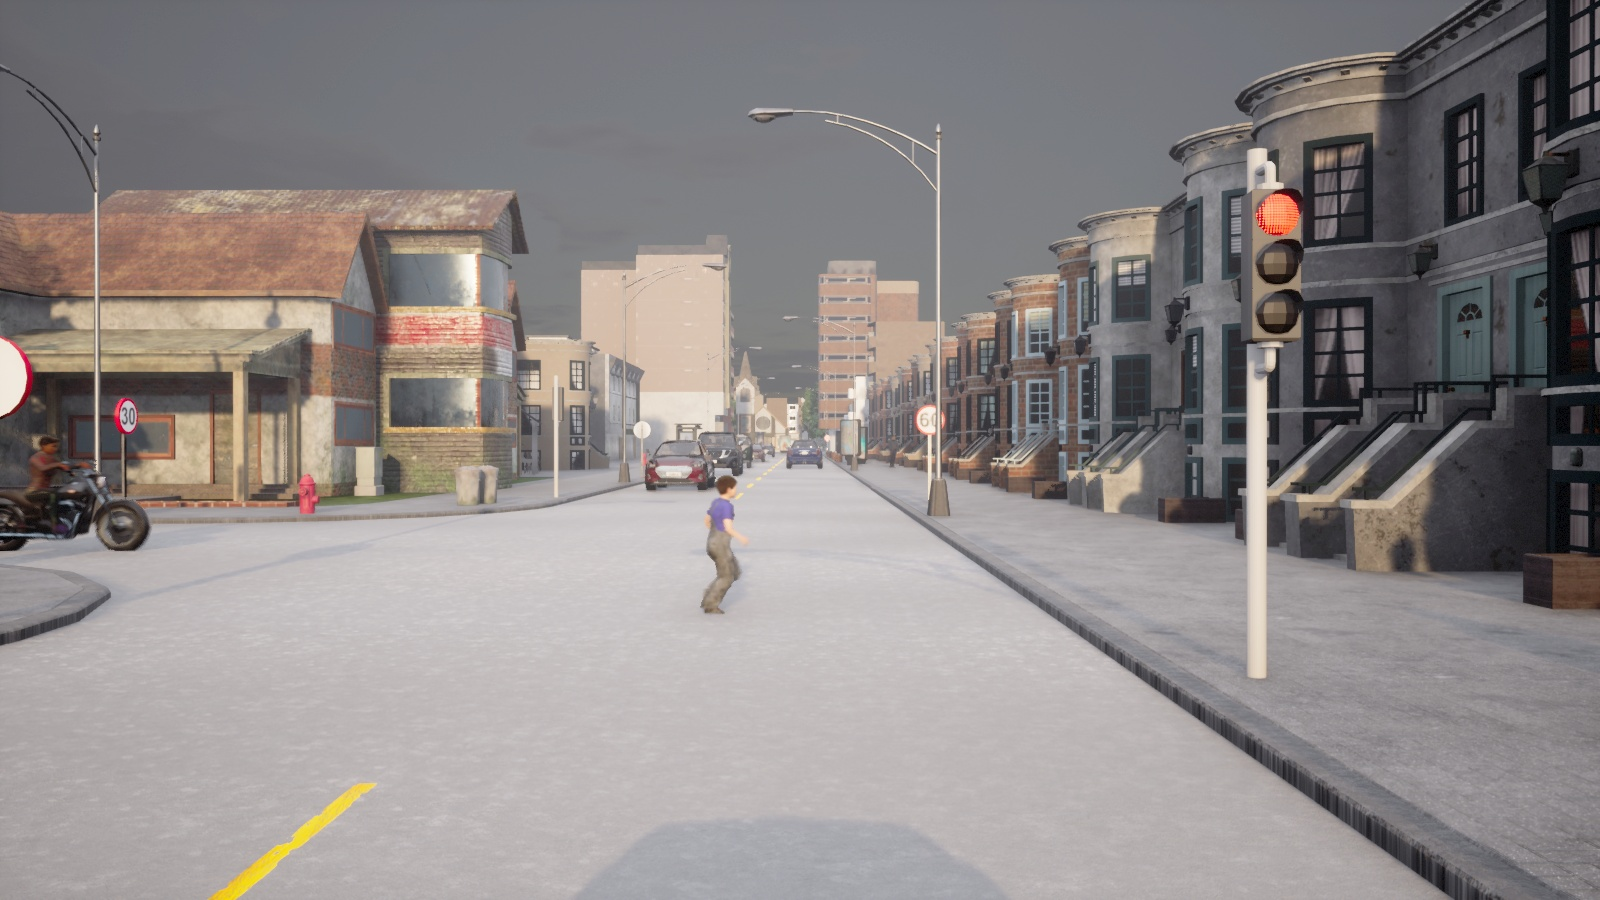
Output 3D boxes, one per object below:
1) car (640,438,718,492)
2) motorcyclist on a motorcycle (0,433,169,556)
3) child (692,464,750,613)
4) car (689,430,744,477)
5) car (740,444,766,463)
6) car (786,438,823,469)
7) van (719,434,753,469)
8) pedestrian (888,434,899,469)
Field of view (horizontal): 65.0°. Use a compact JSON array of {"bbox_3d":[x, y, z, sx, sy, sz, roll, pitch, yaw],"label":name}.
[{"bbox_3d":[-3.853,0.443,40.826,2.033,1.649,4.856,0,0,0],"label":"car"},{"bbox_3d":[-10.054,0.591,17.289,2.350,1.649,0.766,0,0,0],"label":"motorcyclist on a motorcycle"},{"bbox_3d":[-0.688,0.757,10.897,0.437,1.263,0.270,0,0,-26],"label":"child"},{"bbox_3d":[-3.793,0.135,57.977,2.150,2.045,5.566,0,0,0],"label":"car"},{"bbox_3d":[-3.648,0.218,97.549,1.812,1.442,4.674,0,0,0],"label":"car"},{"bbox_3d":[0.268,0.184,74.555,2.097,1.767,4.553,0,0,0],"label":"car"},{"bbox_3d":[-3.734,0.077,74.209,1.775,1.987,4.442,0,0,0],"label":"van"},{"bbox_3d":[5.227,0.063,70.341,0.423,1.949,0.788,0,0,-11],"label":"pedestrian"}]
